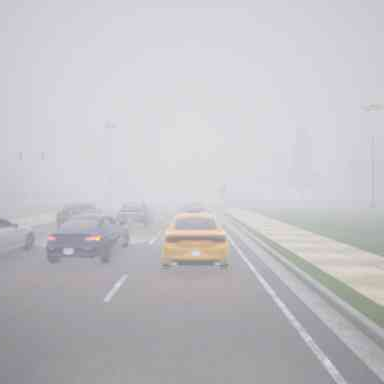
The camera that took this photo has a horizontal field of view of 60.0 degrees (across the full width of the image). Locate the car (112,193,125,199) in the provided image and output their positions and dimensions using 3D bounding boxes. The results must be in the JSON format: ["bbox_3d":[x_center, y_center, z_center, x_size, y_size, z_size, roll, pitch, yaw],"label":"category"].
[{"bbox_3d":[-19.839,1.091,92.502,2.033,1.411,5.357,0,0,0],"label":"car"}]

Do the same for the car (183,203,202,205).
[{"bbox_3d":[0.057,1.419,22.018,1.812,1.442,4.674,0,0,-1],"label":"car"}]

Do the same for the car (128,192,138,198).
[{"bbox_3d":[-16.339,0.907,92.536,2.097,1.767,4.553,0,0,0],"label":"car"}]

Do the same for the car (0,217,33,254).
[{"bbox_3d":[-6.929,1.472,10.893,1.812,1.442,4.674,0,0,0],"label":"car"}]

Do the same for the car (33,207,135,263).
[{"bbox_3d":[-3.423,1.469,11.559,1.812,1.442,4.674,0,0,0],"label":"car"}]

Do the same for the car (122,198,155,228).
[{"bbox_3d":[-3.499,1.388,21.207,2.128,1.511,4.902,0,0,0],"label":"car"}]

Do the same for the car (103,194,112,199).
[{"bbox_3d":[-23.339,1.147,92.466,1.895,1.301,4.718,0,0,0],"label":"car"}]

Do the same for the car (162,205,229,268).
[{"bbox_3d":[0.099,1.423,11.135,1.882,1.535,5.008,0,1,0],"label":"car"}]

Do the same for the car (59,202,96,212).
[{"bbox_3d":[-6.999,1.402,21.179,1.837,1.490,4.892,0,0,0],"label":"car"}]
